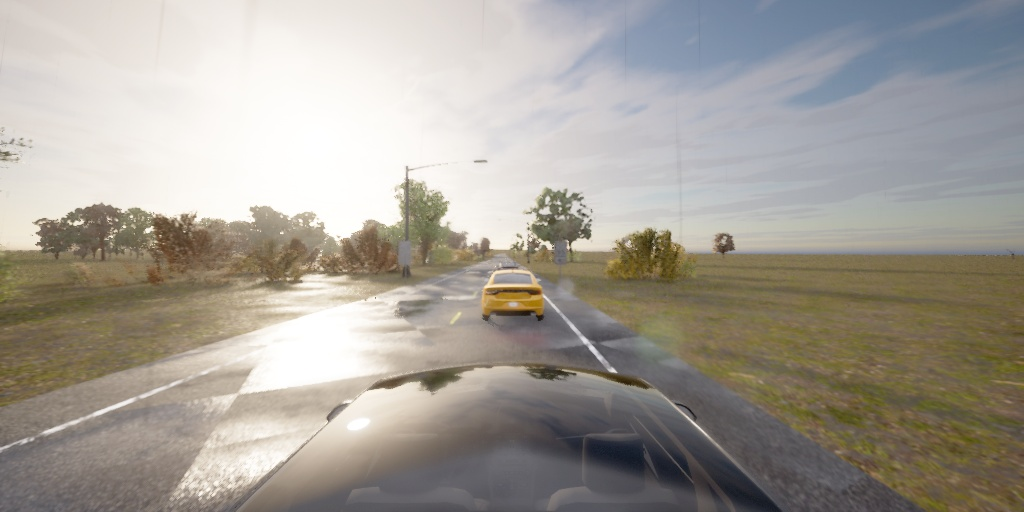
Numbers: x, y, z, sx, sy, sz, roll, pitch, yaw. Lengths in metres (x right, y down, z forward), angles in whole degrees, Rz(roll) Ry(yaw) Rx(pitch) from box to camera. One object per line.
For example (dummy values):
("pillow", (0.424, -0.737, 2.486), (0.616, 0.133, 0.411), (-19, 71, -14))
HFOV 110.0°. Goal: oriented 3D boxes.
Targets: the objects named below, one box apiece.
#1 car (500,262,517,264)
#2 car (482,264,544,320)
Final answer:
("car", (-0.318, 1.214, 30.775), (2.128, 1.511, 4.902), (0, 0, -1))
("car", (0.016, 1.221, 12.661), (1.882, 1.535, 5.008), (0, 0, -1))
